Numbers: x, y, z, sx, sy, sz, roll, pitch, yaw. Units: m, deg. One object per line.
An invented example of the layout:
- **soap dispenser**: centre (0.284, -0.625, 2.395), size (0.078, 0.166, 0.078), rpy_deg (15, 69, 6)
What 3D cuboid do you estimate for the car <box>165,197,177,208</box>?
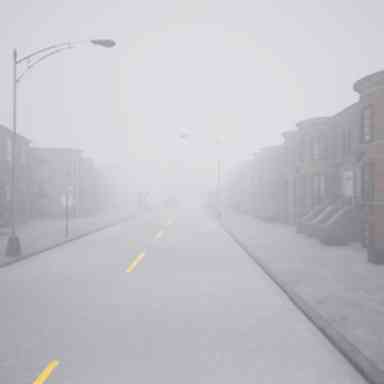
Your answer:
- **car**: centre (-4.014, 1.916, 64.519), size (2.150, 2.045, 5.566), rpy_deg (0, -1, 1)
